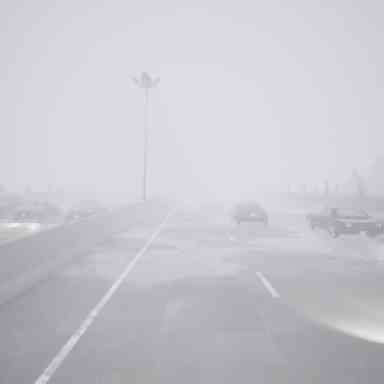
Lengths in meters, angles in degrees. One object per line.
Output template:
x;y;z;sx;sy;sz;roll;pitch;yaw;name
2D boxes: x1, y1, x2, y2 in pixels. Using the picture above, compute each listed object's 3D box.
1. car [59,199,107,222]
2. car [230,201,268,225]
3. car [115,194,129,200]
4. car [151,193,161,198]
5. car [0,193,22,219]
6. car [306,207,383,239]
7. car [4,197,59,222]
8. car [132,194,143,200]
-7.102;1.201;22.736;1.812;1.442;4.674;0;1;0;car
3.588;1.258;21.481;1.994;1.385;4.181;0;1;0;car
-14.009;1.014;66.559;1.895;1.301;4.718;0;-2;0;car
-7.008;0.923;65.744;2.033;1.411;5.357;0;-2;0;car
-14.099;0.999;24.703;2.097;1.767;4.553;0;1;0;car
7.074;1.377;15.971;1.895;1.301;4.718;0;1;0;car
-10.602;1.236;22.914;1.994;1.385;4.181;0;1;0;car
-10.509;0.977;65.720;1.895;1.301;4.718;0;-2;0;car
